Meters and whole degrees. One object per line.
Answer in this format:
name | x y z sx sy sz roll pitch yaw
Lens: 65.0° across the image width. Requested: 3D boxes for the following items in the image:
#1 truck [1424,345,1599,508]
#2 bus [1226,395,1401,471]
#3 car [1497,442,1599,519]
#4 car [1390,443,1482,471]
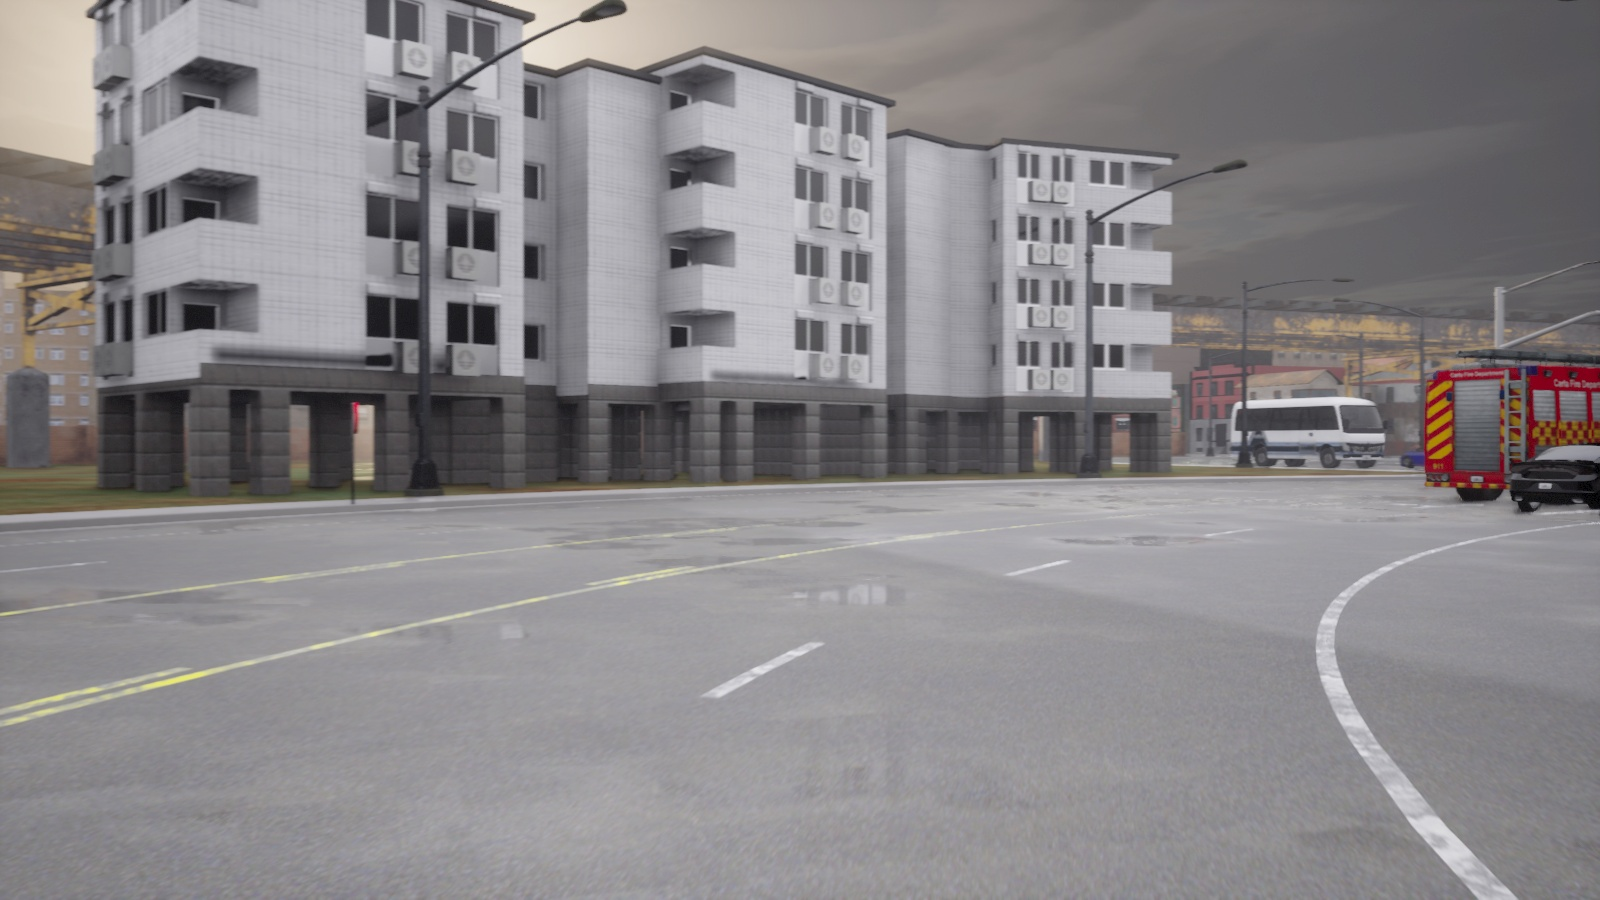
truck | 20.413 -0.560 32.834 8.468 3.827 2.891 0 0 -28
bus | 30.959 -0.997 76.462 3.944 4.253 10.273 0 0 -20
car | 17.391 0.607 27.233 5.008 1.535 1.882 0 0 -34
car | 36.426 0.363 72.033 2.007 1.525 4.514 0 0 -21
